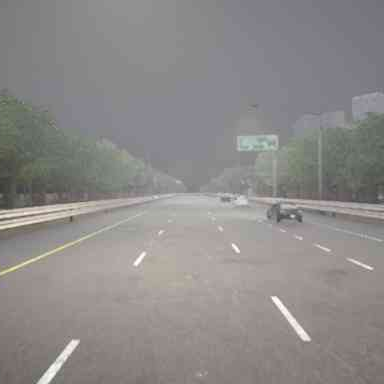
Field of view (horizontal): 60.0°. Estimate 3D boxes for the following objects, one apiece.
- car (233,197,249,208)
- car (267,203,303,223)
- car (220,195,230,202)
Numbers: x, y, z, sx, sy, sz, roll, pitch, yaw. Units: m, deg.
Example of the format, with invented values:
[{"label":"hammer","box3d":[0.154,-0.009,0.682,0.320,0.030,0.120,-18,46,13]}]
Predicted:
[{"label":"car","box3d":[7.106,1.509,48.245,1.812,1.442,4.674,0,0,0]},{"label":"car","box3d":[7.025,1.531,25.470,1.812,1.442,4.674,0,0,0]},{"label":"car","box3d":[7.209,1.425,73.267,1.882,1.535,5.008,0,0,0]}]
